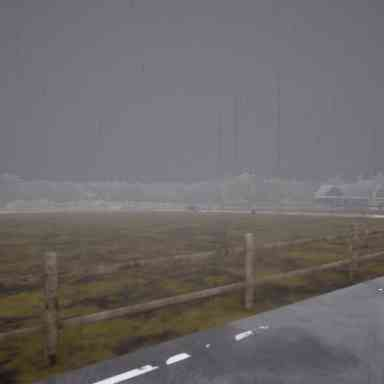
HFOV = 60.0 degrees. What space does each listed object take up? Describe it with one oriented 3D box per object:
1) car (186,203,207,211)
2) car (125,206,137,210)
[{"bbox_3d":[0.798,2.914,63.806,1.837,1.490,4.892,0,-2,-35],"label":"car"},{"bbox_3d":[-17.155,4.422,93.716,1.812,1.442,4.674,0,-3,-35],"label":"car"}]
